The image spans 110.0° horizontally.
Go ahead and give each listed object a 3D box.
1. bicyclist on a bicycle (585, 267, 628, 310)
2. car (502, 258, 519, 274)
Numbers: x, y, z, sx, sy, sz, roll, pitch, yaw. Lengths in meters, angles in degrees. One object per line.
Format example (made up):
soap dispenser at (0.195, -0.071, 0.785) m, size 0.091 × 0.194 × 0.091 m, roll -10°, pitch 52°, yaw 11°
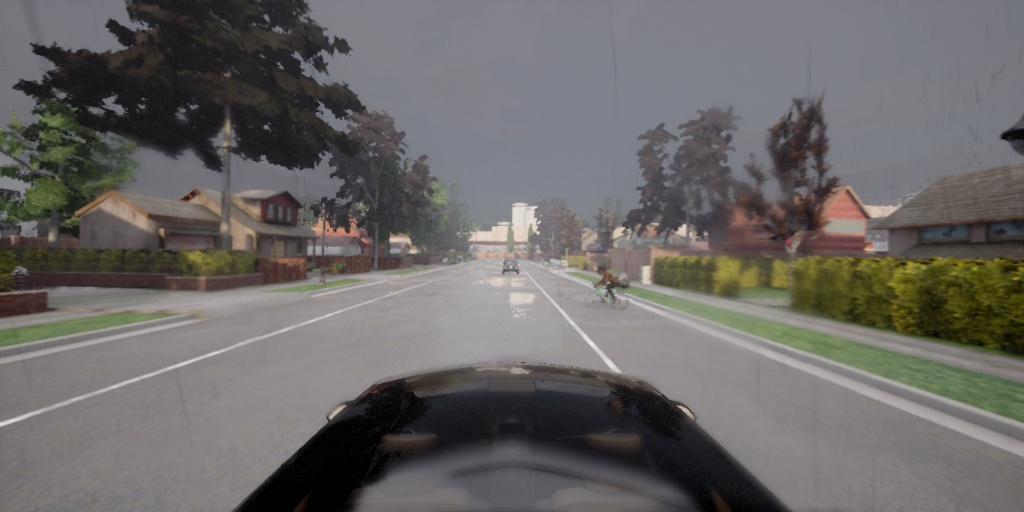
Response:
bicyclist on a bicycle at (3.522, 1.228, 13.368) m, size 1.656 × 1.620 × 0.582 m, roll 0°, pitch 0°, yaw 0°
car at (-0.131, 1.221, 39.747) m, size 2.033 × 1.411 × 5.357 m, roll 1°, pitch 0°, yaw 0°
